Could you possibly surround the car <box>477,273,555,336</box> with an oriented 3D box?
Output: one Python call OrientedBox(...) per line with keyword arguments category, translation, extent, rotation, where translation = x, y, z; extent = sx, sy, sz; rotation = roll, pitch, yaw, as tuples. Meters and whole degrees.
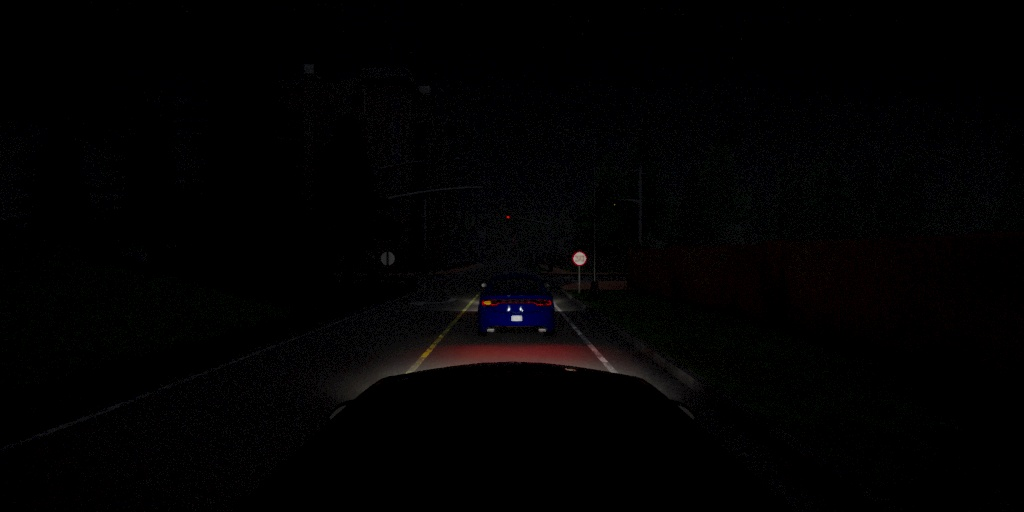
OrientedBox(category="car", translation=(0.098, 1.228, 10.415), extent=(1.882, 1.535, 5.008), rotation=(0, 0, 0))
